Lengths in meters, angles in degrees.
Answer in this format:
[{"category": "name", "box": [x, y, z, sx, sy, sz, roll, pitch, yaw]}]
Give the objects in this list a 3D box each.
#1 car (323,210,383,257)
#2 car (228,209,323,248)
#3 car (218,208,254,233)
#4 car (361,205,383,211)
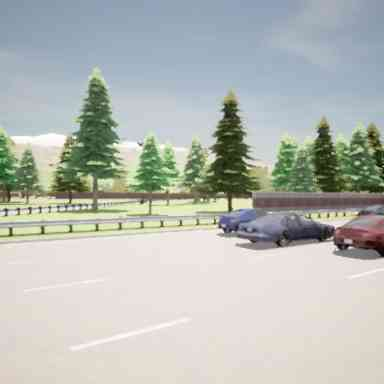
[{"category": "car", "box": [7.656, 1.679, 13.597, 4.674, 1.442, 1.812, 0, 0, -35]}, {"category": "car", "box": [4.512, 1.687, 15.668, 5.357, 1.411, 2.033, 1, 0, -36]}, {"category": "car", "box": [3.597, 1.679, 19.300, 4.674, 1.442, 1.812, 0, 0, -35]}, {"category": "car", "box": [15.812, 1.843, 28.007, 4.674, 1.442, 1.812, 0, 0, -35]}]
